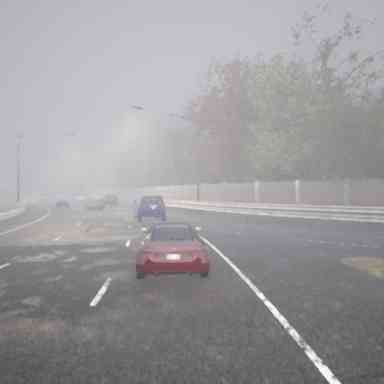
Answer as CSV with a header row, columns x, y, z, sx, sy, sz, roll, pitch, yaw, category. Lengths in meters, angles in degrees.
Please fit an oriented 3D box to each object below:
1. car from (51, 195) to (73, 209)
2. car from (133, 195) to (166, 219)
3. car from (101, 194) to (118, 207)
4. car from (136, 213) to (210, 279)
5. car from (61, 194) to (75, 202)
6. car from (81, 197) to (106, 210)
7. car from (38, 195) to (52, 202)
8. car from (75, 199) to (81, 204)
x,y,z,sx,sy,sz,roll,pitch,yaw,category
-18.719,1.629,47.653,1.837,1.490,4.892,0,0,-27,car
-3.477,1.263,27.009,2.150,2.045,5.566,0,0,-14,car
-13.150,1.327,51.968,2.150,2.045,5.566,0,0,-27,car
-0.633,1.577,10.229,1.994,1.385,4.181,0,0,-5,car
-27.733,1.543,75.538,2.033,1.411,5.357,0,0,-29,car
-13.036,1.661,43.743,1.994,1.385,4.181,0,0,-24,car
-32.207,1.374,73.449,2.097,1.767,4.553,0,0,-45,car
-20.199,1.693,63.864,2.033,1.411,5.357,0,0,-34,car
